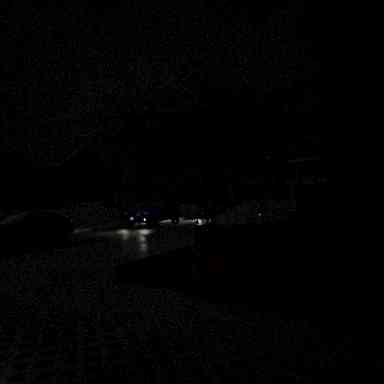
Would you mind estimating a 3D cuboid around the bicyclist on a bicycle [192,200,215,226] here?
[{"bbox_3d":[0.724,1.295,19.478,1.656,1.620,0.582,-3,-2,28],"label":"bicyclist on a bicycle"}]

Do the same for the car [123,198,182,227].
[{"bbox_3d":[-2.838,1.503,25.223,2.150,2.045,5.566,-3,-2,28],"label":"car"}]

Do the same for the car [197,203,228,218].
[{"bbox_3d":[2.198,1.915,34.556,2.128,1.511,4.902,-3,-2,28],"label":"car"}]

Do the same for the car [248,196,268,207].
[{"bbox_3d":[9.441,1.518,47.909,2.150,2.045,5.566,-3,-2,28],"label":"car"}]

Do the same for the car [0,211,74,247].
[{"bbox_3d":[-7.881,1.671,15.933,1.812,1.442,4.674,-3,-2,31],"label":"car"}]
